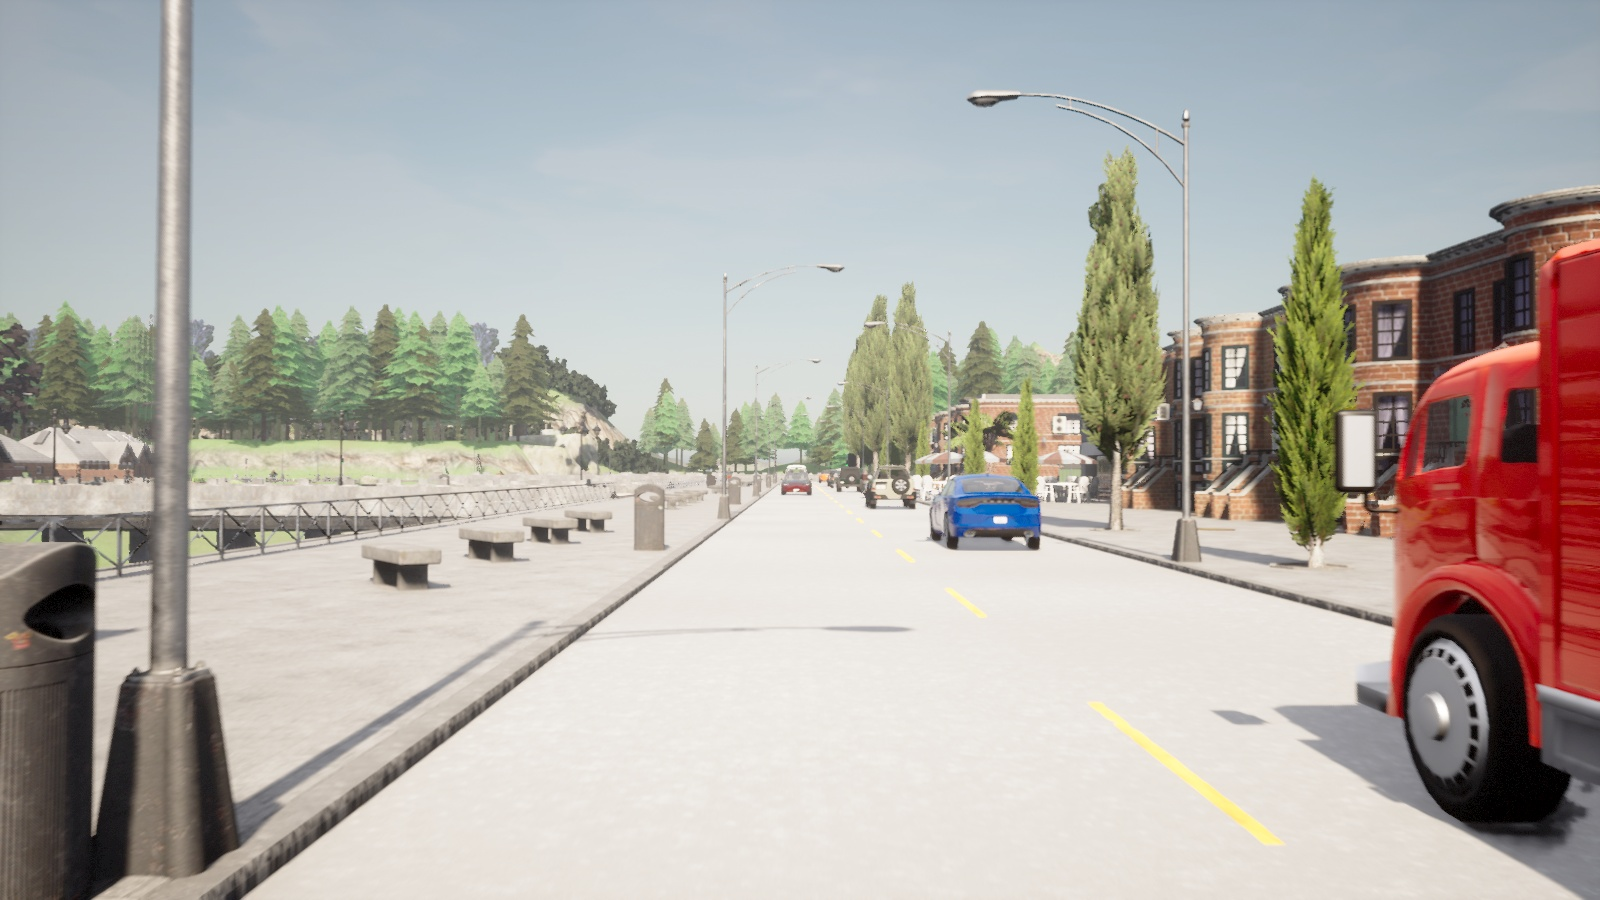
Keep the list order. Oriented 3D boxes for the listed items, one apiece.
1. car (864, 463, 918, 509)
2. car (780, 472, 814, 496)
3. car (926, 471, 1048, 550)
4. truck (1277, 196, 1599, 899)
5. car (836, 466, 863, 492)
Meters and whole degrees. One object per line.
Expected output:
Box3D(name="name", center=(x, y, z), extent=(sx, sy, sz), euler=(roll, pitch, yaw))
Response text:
Box3D(name="car", center=(3.859, 1.518, 53.875), extent=(1.932, 1.855, 4.605), euler=(0, -1, 0))
Box3D(name="car", center=(-0.212, 2.189, 82.077), extent=(2.163, 1.488, 4.792), euler=(0, -1, 0))
Box3D(name="car", center=(3.928, 1.233, 27.239), extent=(1.882, 1.535, 5.008), euler=(0, -1, 0))
Box3D(name="truck", center=(3.985, 0.385, 4.382), extent=(2.627, 2.467, 5.204), euler=(0, -1, 0))
Box3D(name="car", center=(3.751, 2.194, 95.512), extent=(1.905, 1.878, 3.866), euler=(0, -1, 0))
